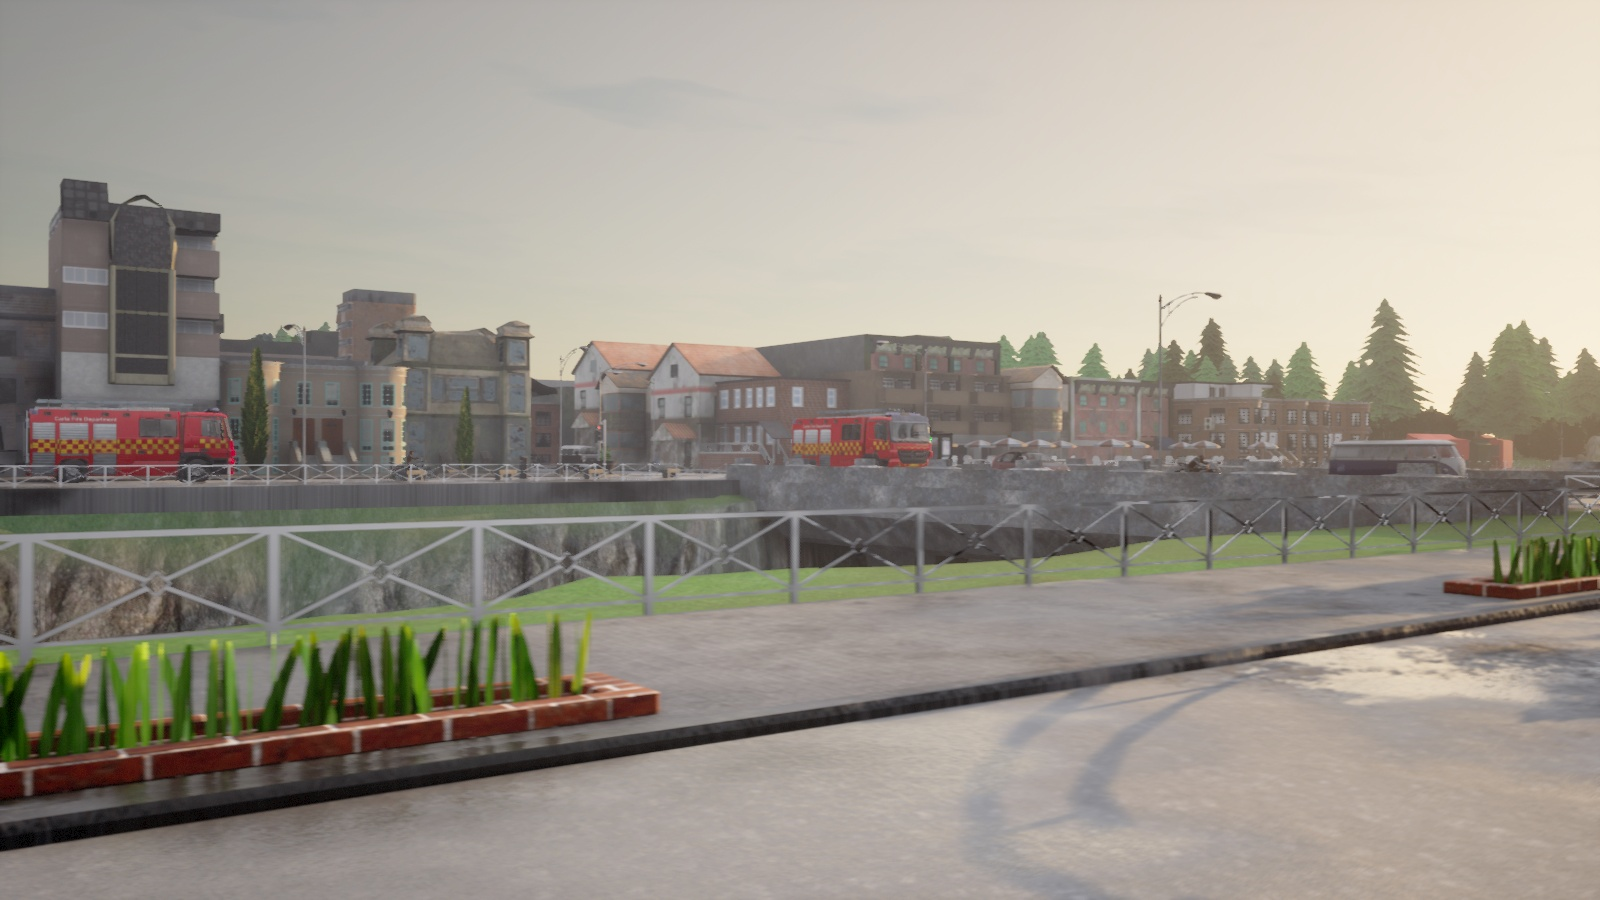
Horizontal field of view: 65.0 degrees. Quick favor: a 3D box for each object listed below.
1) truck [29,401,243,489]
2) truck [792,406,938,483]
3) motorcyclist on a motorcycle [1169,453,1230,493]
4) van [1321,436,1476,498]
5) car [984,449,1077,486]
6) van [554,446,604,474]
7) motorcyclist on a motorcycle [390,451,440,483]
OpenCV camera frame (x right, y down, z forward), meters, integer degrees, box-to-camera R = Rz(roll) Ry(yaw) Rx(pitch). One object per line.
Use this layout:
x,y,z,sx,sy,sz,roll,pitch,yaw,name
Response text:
-30.652,-0.212,58.133,8.468,3.827,2.891,0,0,-35,truck
3.298,-0.266,66.359,2.891,3.827,8.468,0,0,-38,truck
15.614,0.867,49.163,0.866,1.530,2.191,0,0,-35,motorcyclist on a motorcycle
20.199,0.559,42.583,1.775,1.987,4.442,0,0,-35,van
10.357,0.760,56.708,1.851,1.617,3.988,0,0,-35,car
-16.915,0.739,95.846,2.069,2.038,4.480,0,0,-35,van
-20.074,0.898,65.496,2.350,1.649,0.766,0,0,-35,motorcyclist on a motorcycle
